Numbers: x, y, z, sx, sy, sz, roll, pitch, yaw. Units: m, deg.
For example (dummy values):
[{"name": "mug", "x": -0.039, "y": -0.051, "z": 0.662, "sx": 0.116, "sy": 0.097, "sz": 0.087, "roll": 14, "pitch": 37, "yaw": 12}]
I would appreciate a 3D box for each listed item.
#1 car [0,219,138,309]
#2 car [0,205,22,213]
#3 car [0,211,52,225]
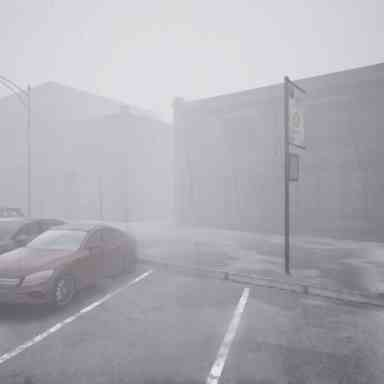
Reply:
[{"name": "car", "x": -2.882, "y": 1.527, "z": 8.148, "sx": 2.002, "sy": 1.452, "sz": 4.674, "roll": 1, "pitch": -1, "yaw": 16}, {"name": "car", "x": -7.752, "y": 1.366, "z": 11.674, "sx": 2.185, "sy": 1.767, "sz": 4.553, "roll": 1, "pitch": -1, "yaw": 16}, {"name": "car", "x": -5.332, "y": 1.517, "z": 9.866, "sx": 2.163, "sy": 1.488, "sz": 4.792, "roll": 1, "pitch": -1, "yaw": 16}]
